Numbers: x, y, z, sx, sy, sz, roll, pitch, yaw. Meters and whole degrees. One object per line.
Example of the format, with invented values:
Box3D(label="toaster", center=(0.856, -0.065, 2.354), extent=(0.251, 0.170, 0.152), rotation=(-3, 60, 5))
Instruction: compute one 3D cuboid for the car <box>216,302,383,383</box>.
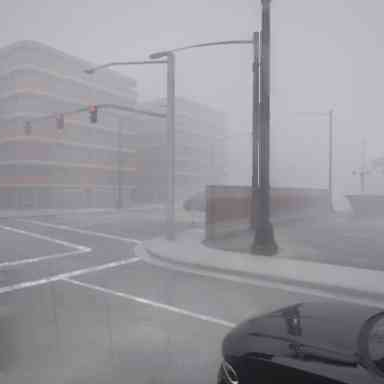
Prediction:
Box3D(label="car", center=(2.509, 1.484, 2.183), extent=(5.008, 1.535, 1.882), rotation=(1, 0, 36))

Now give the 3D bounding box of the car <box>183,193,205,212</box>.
Box3D(label="car", center=(1.270, 1.080, 36.527), extent=(2.150, 2.045, 5.566), rotation=(1, 0, 35))
